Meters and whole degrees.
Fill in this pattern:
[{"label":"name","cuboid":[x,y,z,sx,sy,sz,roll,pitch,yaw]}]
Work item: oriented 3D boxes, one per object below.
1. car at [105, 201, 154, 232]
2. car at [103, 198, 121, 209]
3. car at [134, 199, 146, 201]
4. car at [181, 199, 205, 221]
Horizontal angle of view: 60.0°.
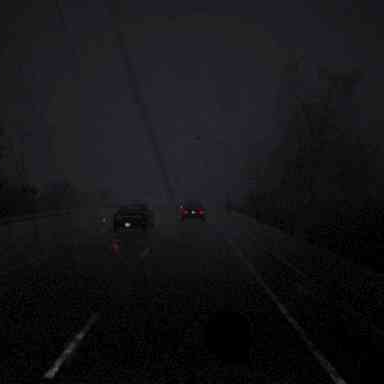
[{"label":"car","cuboid":[-3.401,1.501,19.971,2.128,1.511,4.902,0,0,0]},{"label":"car","cuboid":[-10.585,1.547,44.812,1.812,1.442,4.674,0,0,0]},{"label":"car","cuboid":[-7.084,1.586,45.014,1.994,1.385,4.181,0,0,0]},{"label":"car","cuboid":[0.099,1.560,27.147,2.033,1.411,5.357,0,0,0]}]
